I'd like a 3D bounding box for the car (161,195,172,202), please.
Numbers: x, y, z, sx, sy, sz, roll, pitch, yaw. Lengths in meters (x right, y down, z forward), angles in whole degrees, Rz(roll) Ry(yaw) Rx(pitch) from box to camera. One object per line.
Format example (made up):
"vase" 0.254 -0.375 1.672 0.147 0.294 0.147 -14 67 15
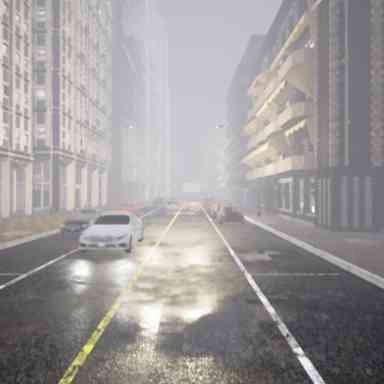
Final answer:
"car" -5.696 1.482 74.536 1.967 1.590 4.097 0 0 0

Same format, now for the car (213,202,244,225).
"car" 2.689 1.588 23.699 1.802 1.307 4.206 0 0 0

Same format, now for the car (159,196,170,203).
"car" -5.694 1.586 68.886 2.008 1.369 4.403 0 0 0

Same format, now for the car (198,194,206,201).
"car" 2.685 1.379 91.481 2.192 1.841 5.009 0 0 0

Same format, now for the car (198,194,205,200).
"car" 2.686 1.587 68.887 2.008 1.369 4.403 0 0 0

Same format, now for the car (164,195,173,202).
"car" -5.696 1.574 80.013 1.752 1.417 4.829 0 0 0

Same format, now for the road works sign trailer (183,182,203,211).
"road works sign trailer" -0.003 0.479 42.004 2.380 3.560 2.880 0 0 0

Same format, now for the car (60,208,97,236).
"car" -5.690 1.554 18.049 2.008 1.369 4.403 0 0 0

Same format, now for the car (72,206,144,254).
"car" -3.102 1.527 13.705 1.812 1.442 4.674 0 0 0

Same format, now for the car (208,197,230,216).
"car" 2.689 1.449 29.347 1.967 1.590 4.097 0 0 0

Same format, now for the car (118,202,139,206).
"car" -5.692 1.552 29.347 1.887 1.381 4.507 0 0 0

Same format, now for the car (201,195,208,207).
"car" 2.687 1.547 52.111 1.752 1.417 4.829 0 0 0

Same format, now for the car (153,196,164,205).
"car" -5.694 1.591 57.589 1.947 1.339 4.313 0 0 0

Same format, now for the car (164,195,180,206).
"car" -3.054 1.571 55.828 2.033 1.411 5.357 0 0 1

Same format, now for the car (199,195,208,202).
"car" 2.685 1.490 80.184 1.967 1.590 4.097 0 0 0
